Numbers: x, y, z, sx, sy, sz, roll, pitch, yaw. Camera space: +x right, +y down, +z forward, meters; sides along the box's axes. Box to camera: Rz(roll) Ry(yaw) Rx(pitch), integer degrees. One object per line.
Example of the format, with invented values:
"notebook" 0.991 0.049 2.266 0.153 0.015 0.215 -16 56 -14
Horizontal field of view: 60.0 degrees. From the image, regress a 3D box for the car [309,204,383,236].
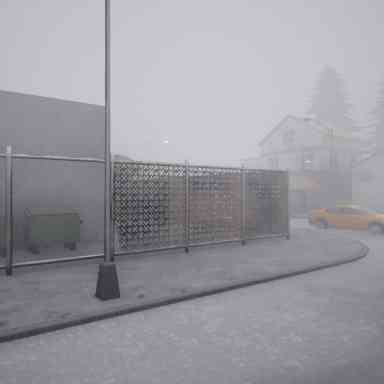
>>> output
"car" 9.070 1.478 18.710 1.882 1.535 5.008 0 0 -38
